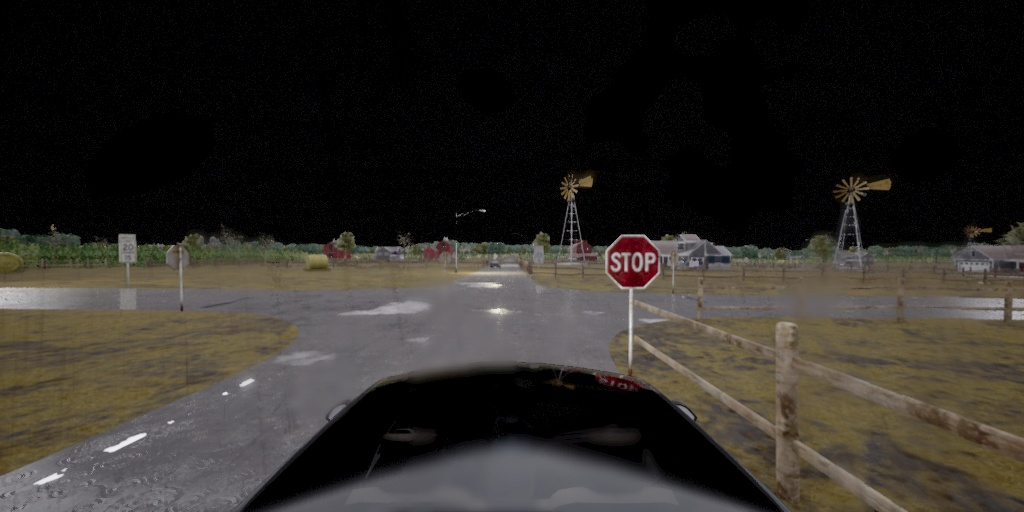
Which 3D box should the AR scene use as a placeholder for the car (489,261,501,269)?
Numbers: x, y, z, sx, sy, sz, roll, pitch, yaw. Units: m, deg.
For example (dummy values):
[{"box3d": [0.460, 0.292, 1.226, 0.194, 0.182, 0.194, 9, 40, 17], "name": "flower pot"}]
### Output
[{"box3d": [-2.980, 1.500, 62.820, 2.033, 1.411, 5.357, 0, 0, 0], "name": "car"}]
